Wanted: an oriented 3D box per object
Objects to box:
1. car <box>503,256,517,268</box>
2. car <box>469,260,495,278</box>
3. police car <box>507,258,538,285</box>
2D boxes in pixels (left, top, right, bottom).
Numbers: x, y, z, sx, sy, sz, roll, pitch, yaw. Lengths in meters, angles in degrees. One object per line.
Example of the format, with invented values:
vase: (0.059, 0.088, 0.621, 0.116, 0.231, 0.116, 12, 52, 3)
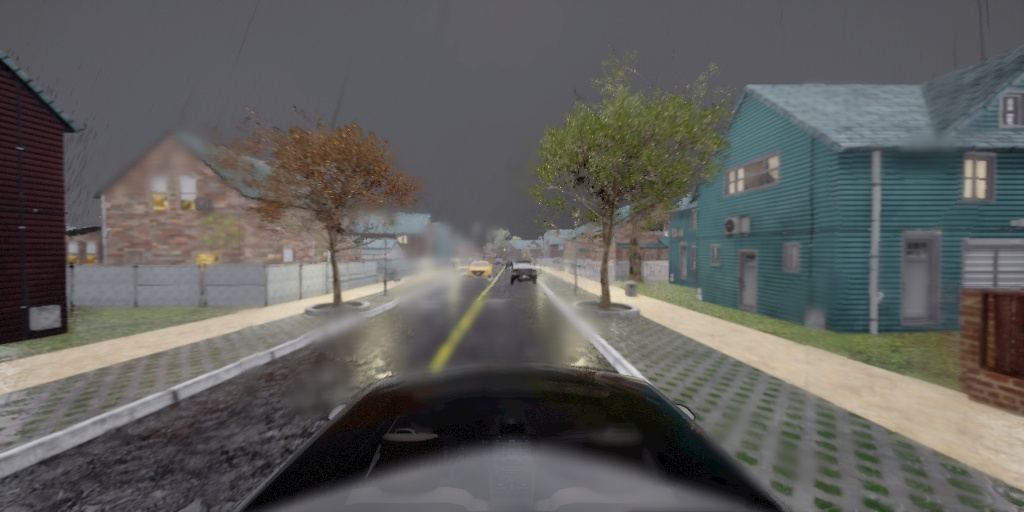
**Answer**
car: (-0.004, 0.978, 60.382, 2.150, 2.045, 5.566, 0, 0, 0)
car: (-2.846, 1.200, 33.076, 1.882, 1.535, 5.008, 0, 0, 0)
police car: (0.823, 1.148, 26.193, 1.930, 1.638, 5.238, 0, 0, 0)
